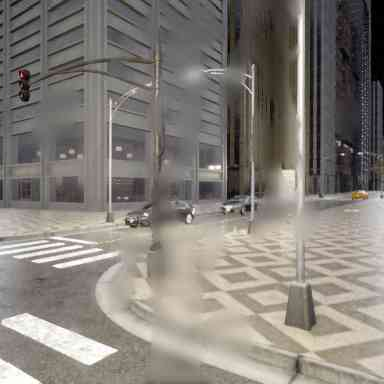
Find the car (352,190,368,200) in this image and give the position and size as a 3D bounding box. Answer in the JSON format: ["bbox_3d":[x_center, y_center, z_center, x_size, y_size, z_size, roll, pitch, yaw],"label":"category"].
[{"bbox_3d":[27.860,0.470,55.071,1.882,1.535,5.008,0,1,36],"label":"car"}]

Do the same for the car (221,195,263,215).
[{"bbox_3d":[4.166,1.038,27.363,2.128,1.511,4.902,0,1,35],"label":"car"}]

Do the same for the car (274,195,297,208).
[{"bbox_3d":[10.517,0.895,36.246,1.812,1.442,4.674,0,1,36],"label":"car"}]

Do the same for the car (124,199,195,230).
[{"bbox_3d":[-1.716,1.220,19.116,1.837,1.490,4.892,0,1,35],"label":"car"}]
